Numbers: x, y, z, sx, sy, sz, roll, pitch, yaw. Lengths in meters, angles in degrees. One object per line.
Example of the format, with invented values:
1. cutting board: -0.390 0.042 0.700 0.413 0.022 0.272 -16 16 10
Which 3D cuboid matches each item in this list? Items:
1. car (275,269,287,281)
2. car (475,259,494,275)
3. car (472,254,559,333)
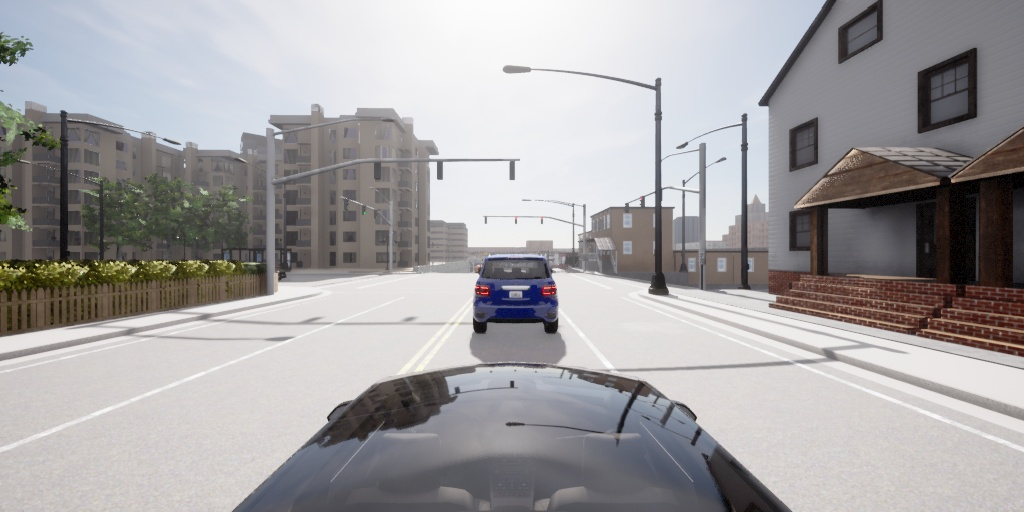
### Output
1. car: -20.346 1.255 28.079 4.892 1.490 1.837 0 0 1
2. car: -3.561 1.506 46.897 2.097 1.767 4.553 1 -5 0
3. car: 0.101 0.971 10.877 2.150 2.045 5.566 0 0 0
